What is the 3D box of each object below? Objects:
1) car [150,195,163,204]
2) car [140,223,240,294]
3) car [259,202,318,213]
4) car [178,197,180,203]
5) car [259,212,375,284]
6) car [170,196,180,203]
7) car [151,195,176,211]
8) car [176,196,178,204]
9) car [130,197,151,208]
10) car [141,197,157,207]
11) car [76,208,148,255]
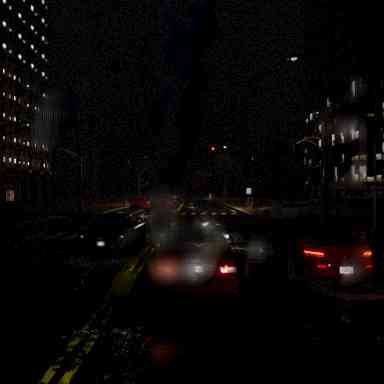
[{"bbox_3d":[-6.681,1.427,62.562,1.837,1.490,4.892,0,0,0],"label":"car"},{"bbox_3d":[0.087,1.544,8.904,2.033,1.411,5.357,0,0,0],"label":"car"},{"bbox_3d":[7.993,1.536,27.667,4.674,1.442,1.812,0,1,16],"label":"car"},{"bbox_3d":[-3.425,1.421,59.167,2.128,1.511,4.902,0,0,0],"label":"car"},{"bbox_3d":[3.336,1.522,9.489,1.812,1.442,4.674,0,0,0],"label":"car"},{"bbox_3d":[-3.441,1.471,69.201,1.994,1.385,4.181,0,0,-1],"label":"car"},{"bbox_3d":[-3.407,1.319,40.655,2.097,1.767,4.553,0,0,0],"label":"car"},{"bbox_3d":[-3.419,1.455,49.547,1.837,1.490,4.892,0,0,0],"label":"car"},{"bbox_3d":[-6.662,1.441,42.276,1.882,1.535,5.008,0,0,0],"label":"car"},{"bbox_3d":[-6.676,1.470,52.197,1.812,1.442,4.674,0,0,0],"label":"car"},{"bbox_3d":[-2.982,1.558,13.222,1.994,1.385,4.181,0,0,3],"label":"car"}]
